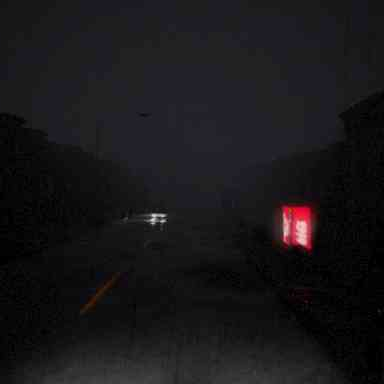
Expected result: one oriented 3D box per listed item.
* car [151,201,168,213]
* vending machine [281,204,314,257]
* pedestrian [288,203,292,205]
[{"bbox_3d":[-4.042,1.879,41.839,2.128,1.511,4.902,0,0,0],"label":"car"},{"bbox_3d":[4.298,1.542,13.632,1.100,2.100,0.880,0,-1,0],"label":"vending machine"},{"bbox_3d":[4.300,1.402,14.683,0.375,1.860,0.375,0,-1,0],"label":"pedestrian"}]
